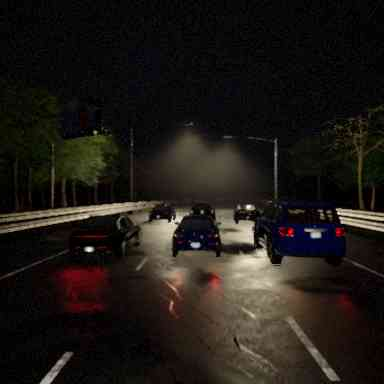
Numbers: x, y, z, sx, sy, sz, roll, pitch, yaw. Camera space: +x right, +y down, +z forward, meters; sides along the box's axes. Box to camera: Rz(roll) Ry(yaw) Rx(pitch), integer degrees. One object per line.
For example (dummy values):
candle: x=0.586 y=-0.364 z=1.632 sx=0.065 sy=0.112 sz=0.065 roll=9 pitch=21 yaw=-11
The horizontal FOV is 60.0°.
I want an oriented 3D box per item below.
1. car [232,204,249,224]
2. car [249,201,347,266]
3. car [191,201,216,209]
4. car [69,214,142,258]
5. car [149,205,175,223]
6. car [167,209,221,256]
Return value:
car: x=4.447 y=1.777 z=27.866 sx=2.128 sy=1.511 sz=4.902 roll=0 pitch=0 yaw=5
car: x=3.666 y=1.350 z=12.275 sx=2.150 sy=2.045 sz=5.566 roll=0 pitch=0 yaw=2
car: x=0.948 y=1.637 z=28.006 sx=2.097 sy=1.767 sz=4.553 roll=0 pitch=-1 yaw=4
car: x=-3.286 y=1.643 z=13.383 sx=1.837 sy=1.490 sz=4.892 roll=0 pitch=0 yaw=2
car: x=-2.506 y=1.818 z=28.707 sx=1.812 sy=1.442 sz=4.674 roll=0 pitch=0 yaw=5
car: x=0.231 y=1.664 z=13.691 sx=1.812 sy=1.442 sz=4.674 roll=0 pitch=0 yaw=3
